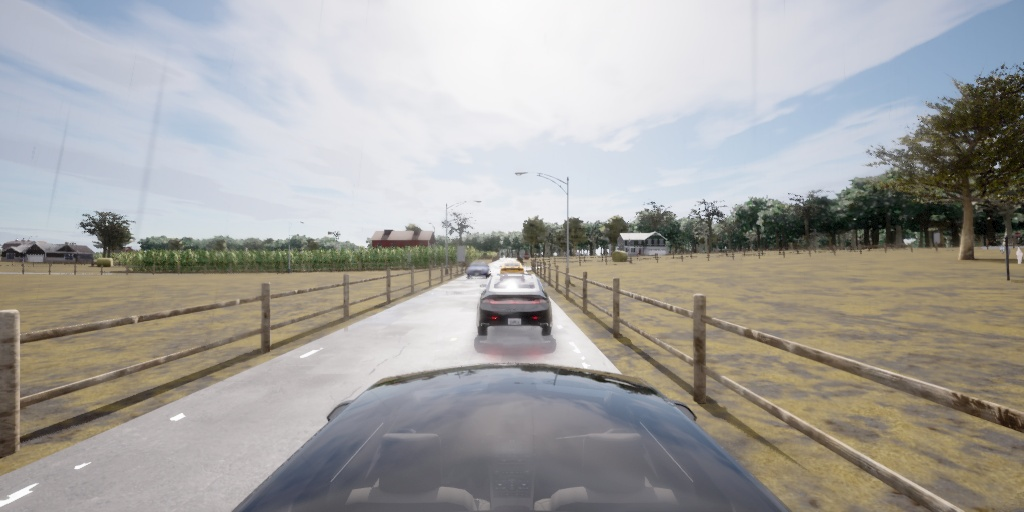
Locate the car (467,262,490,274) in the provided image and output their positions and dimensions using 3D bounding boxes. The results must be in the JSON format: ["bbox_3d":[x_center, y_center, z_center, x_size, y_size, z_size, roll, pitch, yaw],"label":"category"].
[{"bbox_3d":[-2.941,1.234,32.265,1.812,1.442,4.674,0,0,0],"label":"car"}]

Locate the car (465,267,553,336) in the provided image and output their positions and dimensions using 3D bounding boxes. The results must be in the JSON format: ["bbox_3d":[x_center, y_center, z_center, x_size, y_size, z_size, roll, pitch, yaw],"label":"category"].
[{"bbox_3d":[0.065,1.241,10.389,2.128,1.511,4.902,0,0,0],"label":"car"}]

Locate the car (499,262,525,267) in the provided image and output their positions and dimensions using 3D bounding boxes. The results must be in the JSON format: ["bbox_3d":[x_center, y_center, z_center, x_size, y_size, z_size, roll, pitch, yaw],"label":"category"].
[{"bbox_3d":[0.006,1.194,29.046,1.882,1.535,5.008,0,0,0],"label":"car"}]
